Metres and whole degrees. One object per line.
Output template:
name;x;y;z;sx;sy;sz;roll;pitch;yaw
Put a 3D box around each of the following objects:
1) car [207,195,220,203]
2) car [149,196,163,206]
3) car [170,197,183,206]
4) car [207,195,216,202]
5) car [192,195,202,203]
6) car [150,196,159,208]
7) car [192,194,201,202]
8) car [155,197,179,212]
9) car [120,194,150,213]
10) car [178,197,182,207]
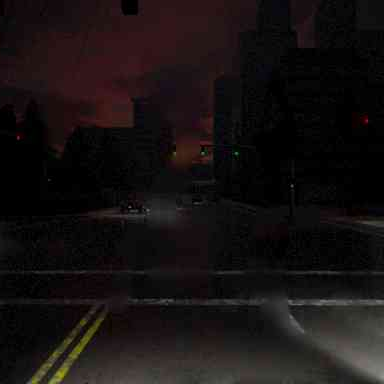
car;4.589;1.554;67.297;2.033;1.411;5.357;0;0;1
car;-6.193;1.511;57.003;1.837;1.490;4.892;0;0;0
car;-2.675;1.553;58.299;2.033;1.411;5.357;0;0;1
car;4.573;1.486;77.120;1.882;1.535;5.008;0;0;1
car;1.094;1.571;68.306;1.994;1.385;4.181;0;0;1
car;-6.295;1.496;46.944;2.128;1.511;4.902;0;0;1
car;1.071;1.363;76.913;2.097;1.767;4.553;0;0;1
car;-2.866;1.605;39.173;1.895;1.301;4.718;0;0;1
car;-6.386;1.225;37.063;2.150;2.045;5.566;0;0;1
car;-2.785;1.569;47.975;1.994;1.385;4.181;0;0;1
